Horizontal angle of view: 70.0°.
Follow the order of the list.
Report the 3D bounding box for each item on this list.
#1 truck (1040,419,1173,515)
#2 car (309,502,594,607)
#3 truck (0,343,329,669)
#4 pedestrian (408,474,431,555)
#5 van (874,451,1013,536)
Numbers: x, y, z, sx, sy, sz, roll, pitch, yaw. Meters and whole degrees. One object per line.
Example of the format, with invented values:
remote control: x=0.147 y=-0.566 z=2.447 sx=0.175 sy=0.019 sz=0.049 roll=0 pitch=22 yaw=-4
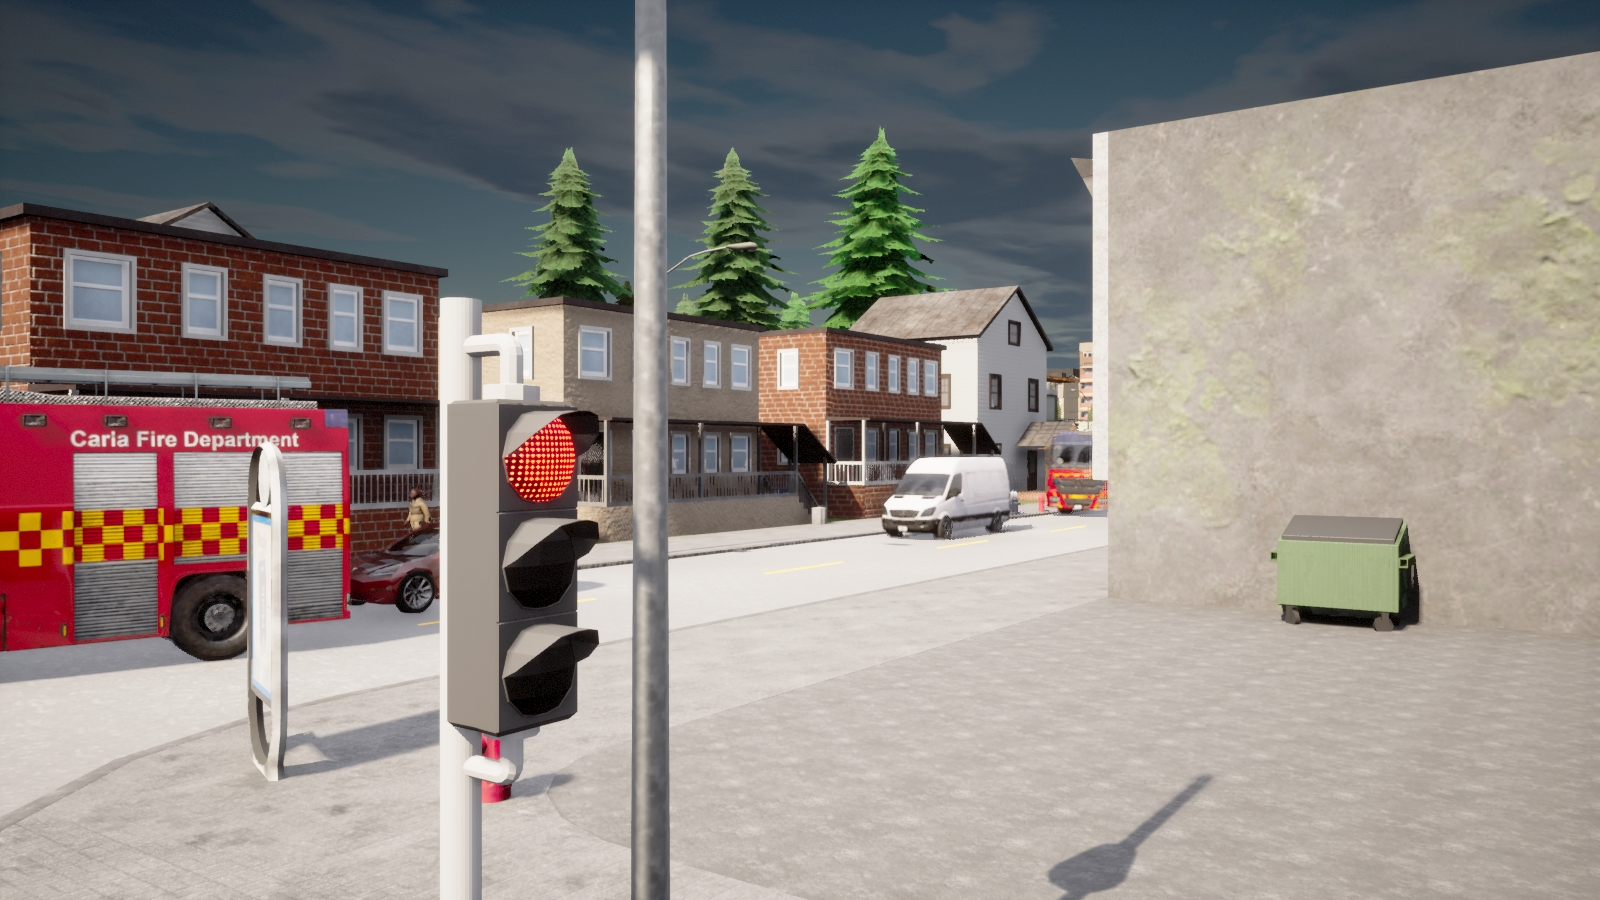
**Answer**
truck: x=13.502 y=0.663 z=49.732 sx=2.891 sy=3.827 sz=8.468 roll=0 pitch=0 yaw=35
car: x=-6.359 y=1.835 z=21.411 sx=2.163 sy=1.488 sz=4.792 roll=0 pitch=0 yaw=35
truck: x=-10.713 y=0.661 z=14.219 sx=8.468 sy=3.827 sz=2.891 roll=0 pitch=0 yaw=-40
pedestrian: x=-8.948 y=1.506 z=26.874 sx=0.375 sy=1.860 sz=0.375 roll=0 pitch=0 yaw=37
van: x=4.811 y=1.307 z=37.338 sx=1.988 sy=2.561 sz=5.915 roll=0 pitch=0 yaw=35
